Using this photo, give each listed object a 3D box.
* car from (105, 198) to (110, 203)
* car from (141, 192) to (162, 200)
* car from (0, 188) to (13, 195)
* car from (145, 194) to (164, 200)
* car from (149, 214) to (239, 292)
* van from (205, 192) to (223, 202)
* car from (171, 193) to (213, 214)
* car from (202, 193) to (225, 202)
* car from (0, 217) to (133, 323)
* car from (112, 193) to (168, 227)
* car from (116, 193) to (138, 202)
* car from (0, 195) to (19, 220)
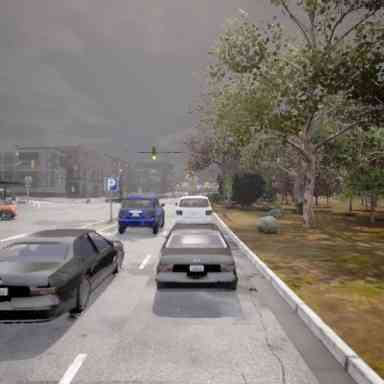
[{"bbox_3d":[-14.558,1.359,64.774,4.792,1.488,2.163,-1,0,-15],"label":"car"},{"bbox_3d":[-11.164,1.066,91.721,5.566,2.045,2.435,-1,0,-12],"label":"car"},{"bbox_3d":[-31.263,0.138,55.613,2.002,1.452,4.674,6,-3,-19],"label":"car"},{"bbox_3d":[-10.747,1.317,94.700,5.008,1.535,2.097,-1,0,-12],"label":"car"},{"bbox_3d":[0.091,1.557,9.086,2.033,1.411,5.357,0,0,0],"label":"car"},{"bbox_3d":[4.165,1.044,67.402,4.442,1.987,1.878,1,0,-14],"label":"van"},{"bbox_3d":[0.128,1.251,20.300,2.150,2.045,5.566,0,0,0],"label":"car"},{"bbox_3d":[4.543,1.143,70.372,4.553,1.767,2.185,1,0,-14],"label":"car"},{"bbox_3d":[-2.909,1.554,7.532,2.033,1.411,5.357,0,0,0],"label":"car"},{"bbox_3d":[-2.875,1.250,19.807,2.150,2.045,5.566,0,0,0],"label":"car"},{"bbox_3d":[-13.830,1.197,70.720,4.553,1.767,2.185,-1,0,-14],"label":"car"},{"bbox_3d":[-16.674,1.405,26.964,4.553,1.767,2.185,-1,0,-19],"label":"car"}]
